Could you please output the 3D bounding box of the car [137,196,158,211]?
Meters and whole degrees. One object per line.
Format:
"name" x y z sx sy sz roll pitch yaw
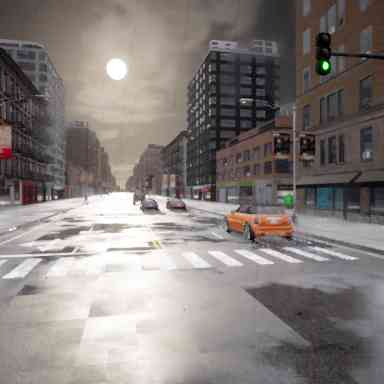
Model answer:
"car" -5.156 1.470 39.713 1.994 1.385 4.181 0 0 -12

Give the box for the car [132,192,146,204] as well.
"car" -9.135 1.081 57.792 2.150 2.045 5.566 0 0 -12

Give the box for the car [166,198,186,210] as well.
"car" -1.991 1.468 40.453 1.994 1.385 4.181 0 0 -12

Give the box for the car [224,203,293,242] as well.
"car" 3.124 1.316 16.582 2.097 1.767 4.553 0 0 -12
